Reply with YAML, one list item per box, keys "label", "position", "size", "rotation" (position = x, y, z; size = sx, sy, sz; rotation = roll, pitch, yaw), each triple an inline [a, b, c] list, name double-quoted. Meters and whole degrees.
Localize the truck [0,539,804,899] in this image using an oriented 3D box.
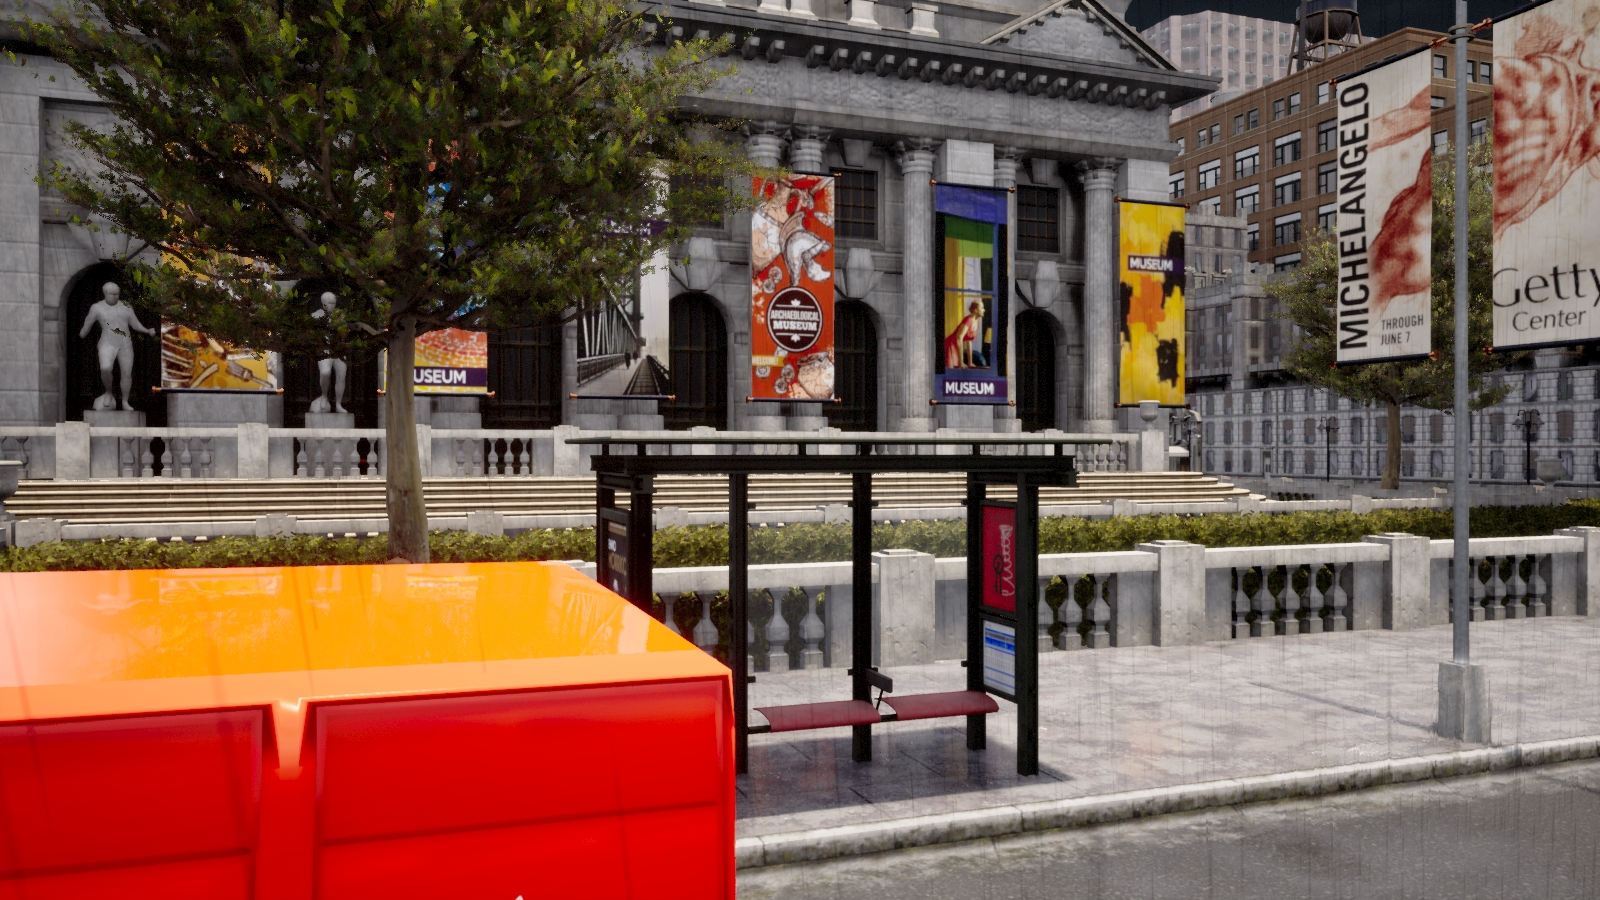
- label: "truck"
  position: [-2.889, 1.569, 2.235]
  size: [5.204, 2.467, 2.627]
  rotation: [0, 0, -20]
